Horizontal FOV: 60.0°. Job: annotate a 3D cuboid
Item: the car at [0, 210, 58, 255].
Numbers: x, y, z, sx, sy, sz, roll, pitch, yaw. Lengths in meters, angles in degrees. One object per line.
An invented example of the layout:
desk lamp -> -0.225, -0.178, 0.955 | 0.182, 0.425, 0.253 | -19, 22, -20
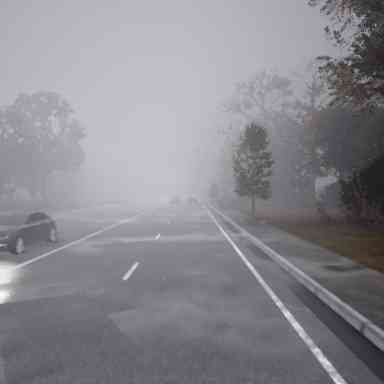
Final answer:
car -> -7.072, 1.510, 13.412 | 1.837, 1.490, 4.892 | 0, 0, 0

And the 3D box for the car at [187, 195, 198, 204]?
car -> 0.112, 1.536, 64.990 | 1.837, 1.490, 4.892 | 0, 0, 0

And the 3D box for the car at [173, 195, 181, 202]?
car -> -3.370, 1.424, 75.414 | 1.812, 1.442, 4.674 | 0, 0, 0

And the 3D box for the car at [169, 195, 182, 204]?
car -> -3.387, 1.594, 65.379 | 1.994, 1.385, 4.181 | 0, 0, 0

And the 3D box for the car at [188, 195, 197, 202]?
car -> 0.130, 1.380, 75.407 | 1.882, 1.535, 5.008 | 0, 0, 0
